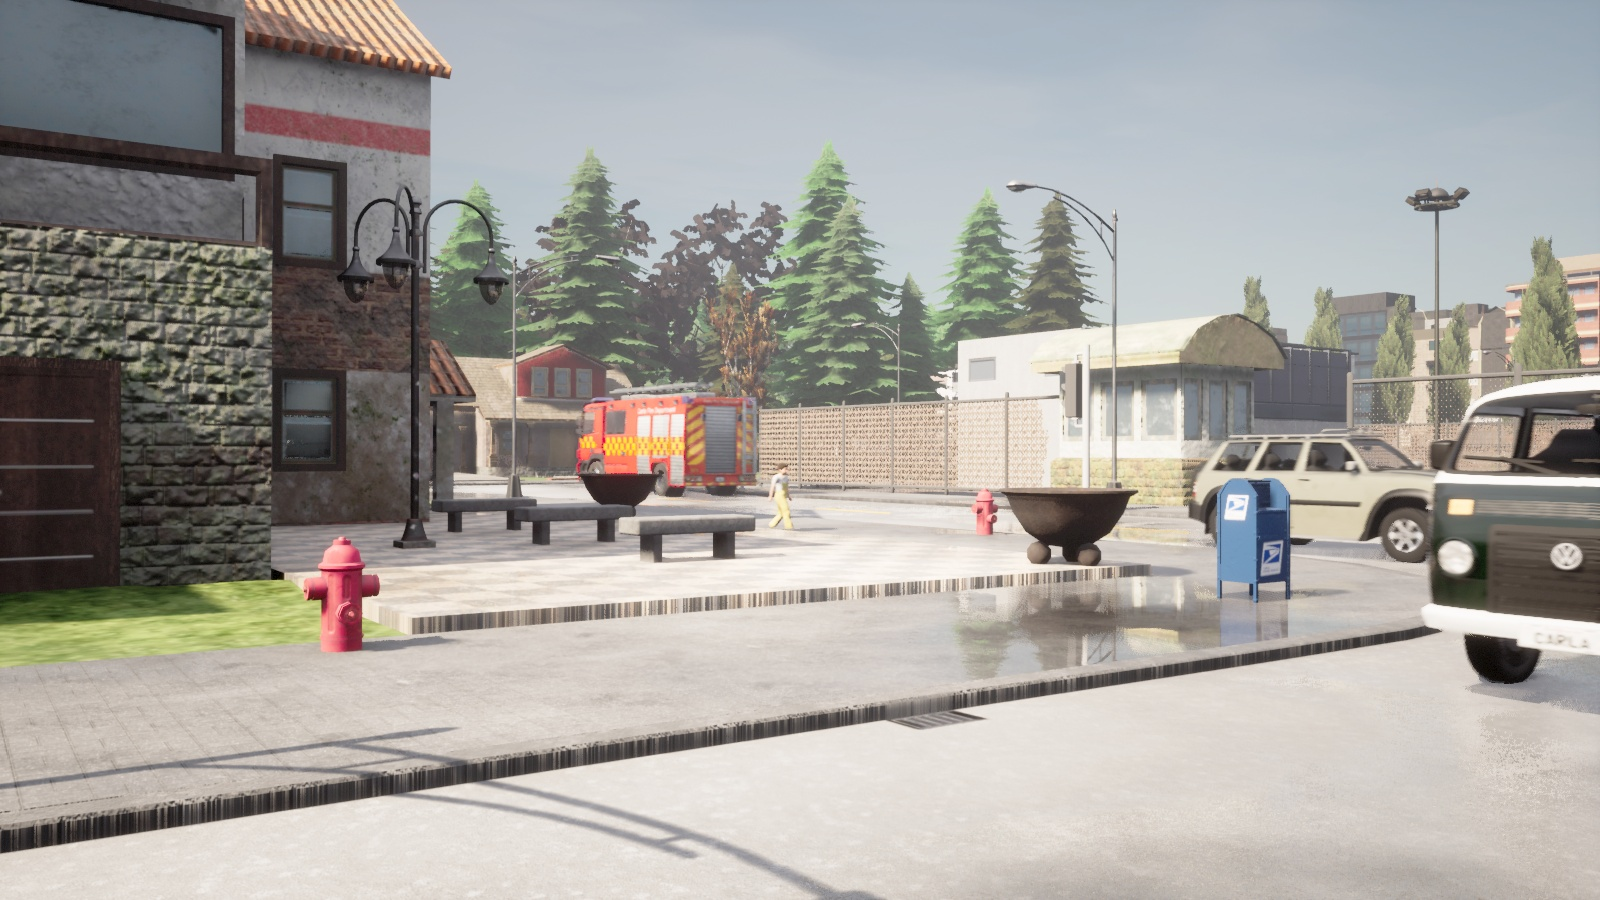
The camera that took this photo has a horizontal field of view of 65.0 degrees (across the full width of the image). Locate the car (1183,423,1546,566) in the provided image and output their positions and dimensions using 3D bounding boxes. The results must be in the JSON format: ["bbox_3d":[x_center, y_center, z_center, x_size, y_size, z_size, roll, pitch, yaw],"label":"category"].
[{"bbox_3d":[8.228,0.590,18.751,1.932,1.855,4.605,0,0,-34],"label":"car"}]

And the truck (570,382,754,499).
[{"bbox_3d":[-5.163,-0.298,45.331,2.891,3.827,8.468,0,0,-35],"label":"truck"}]

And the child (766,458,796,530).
[{"bbox_3d":[-0.335,0.766,22.094,0.437,1.263,0.270,0,0,28],"label":"child"}]

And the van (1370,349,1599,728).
[{"bbox_3d":[5.917,0.476,8.339,4.480,2.038,2.069,0,0,-39],"label":"van"}]

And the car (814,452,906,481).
[{"bbox_3d":[3.182,0.847,66.232,4.514,1.525,2.007,0,0,-35],"label":"car"}]
